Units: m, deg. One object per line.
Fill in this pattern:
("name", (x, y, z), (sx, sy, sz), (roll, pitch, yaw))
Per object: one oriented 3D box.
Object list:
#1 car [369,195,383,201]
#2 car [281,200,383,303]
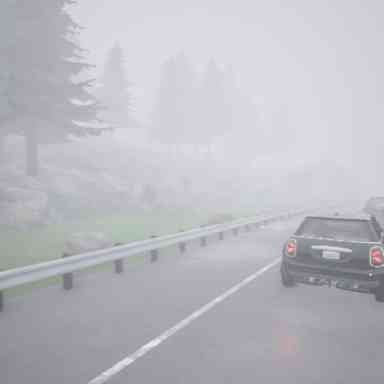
("car", (13.713, 1.066, 24.009), (2.097, 1.767, 4.553), (1, 1, 34))
("car", (3.809, 1.235, 8.345), (2.097, 1.767, 4.553), (1, 1, 31))
